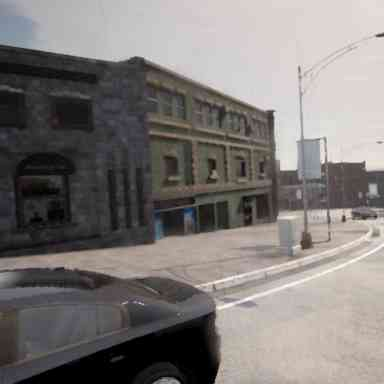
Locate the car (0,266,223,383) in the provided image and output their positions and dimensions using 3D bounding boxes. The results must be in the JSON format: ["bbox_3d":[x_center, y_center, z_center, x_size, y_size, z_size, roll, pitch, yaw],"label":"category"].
[{"bbox_3d":[-1.990,1.504,2.812,5.008,1.535,1.882,0,0,-37],"label":"car"}]

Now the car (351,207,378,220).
[{"bbox_3d":[21.356,2.642,41.311,1.837,1.490,4.892,-3,-3,8],"label":"car"}]
